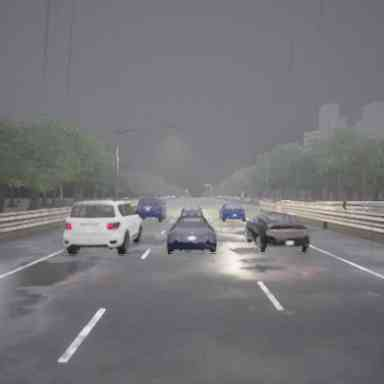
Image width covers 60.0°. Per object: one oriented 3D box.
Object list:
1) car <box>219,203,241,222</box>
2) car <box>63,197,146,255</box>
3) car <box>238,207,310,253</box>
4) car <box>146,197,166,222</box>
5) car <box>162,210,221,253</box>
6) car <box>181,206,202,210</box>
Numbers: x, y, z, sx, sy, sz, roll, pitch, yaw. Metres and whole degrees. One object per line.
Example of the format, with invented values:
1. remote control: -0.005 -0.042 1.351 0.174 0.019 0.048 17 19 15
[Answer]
1. car: 3.490 1.749 29.463 1.882 1.535 5.008 0 0 0
2. car: -3.507 1.349 14.024 2.150 2.045 5.566 0 0 0
3. car: 3.497 1.628 14.305 2.128 1.511 4.902 0 0 0
4. car: -3.516 1.485 29.016 2.150 2.045 5.566 0 0 0
5. car: -0.002 1.700 14.316 1.994 1.385 4.181 0 0 0
6. car: -0.014 1.869 29.112 1.895 1.301 4.718 0 0 0
